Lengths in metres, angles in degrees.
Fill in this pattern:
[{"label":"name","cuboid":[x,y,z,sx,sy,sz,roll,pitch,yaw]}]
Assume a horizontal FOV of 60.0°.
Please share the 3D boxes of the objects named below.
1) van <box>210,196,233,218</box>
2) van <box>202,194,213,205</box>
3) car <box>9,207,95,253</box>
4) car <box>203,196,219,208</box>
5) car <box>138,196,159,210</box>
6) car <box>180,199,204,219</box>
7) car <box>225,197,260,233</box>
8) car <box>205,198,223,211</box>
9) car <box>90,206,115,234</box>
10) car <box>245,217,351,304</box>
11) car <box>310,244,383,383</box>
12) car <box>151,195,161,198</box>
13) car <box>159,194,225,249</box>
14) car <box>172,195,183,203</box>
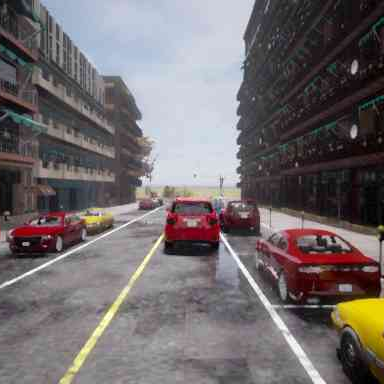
[{"label":"van","cuboid":[2.677,1.322,30.697,1.690,1.788,3.998,-1,0,0]},{"label":"van","cuboid":[2.677,1.287,59.021,1.690,1.788,3.998,-1,0,0]},{"label":"car","cuboid":[-5.701,1.537,13.650,1.887,1.381,4.507,-1,0,0]},{"label":"car","cuboid":[2.678,1.403,47.693,1.967,1.590,4.097,-1,0,0]},{"label":"car","cuboid":[-5.701,1.514,41.979,1.887,1.381,4.507,-1,0,0]},{"label":"car","cuboid":[0.000,1.468,29.654,1.882,1.535,5.008,0,0,0]},{"label":"car","cuboid":[2.675,1.304,19.367,2.192,1.841,5.009,-1,0,0]},{"label":"car","cuboid":[2.680,1.521,42.028,2.008,1.369,4.403,-1,0,0]},{"label":"car","cuboid":[-5.702,1.514,19.146,1.752,1.417,4.829,-1,0,0]},{"label":"car","cuboid":[2.679,1.539,8.037,1.887,1.381,4.507,-1,0,0]},{"label":"car","cuboid":[2.678,1.521,2.542,1.752,1.417,4.829,-1,0,0]},{"label":"car","cuboid":[-5.701,1.513,47.644,2.008,1.369,4.403,-1,0,0]},{"label":"car","cuboid":[0.000,1.250,14.682,2.150,2.045,5.566,0,0,0]},{"label":"car","cuboid":[-3.000,1.388,69.603,1.882,1.535,5.008,0,0,0]}]
